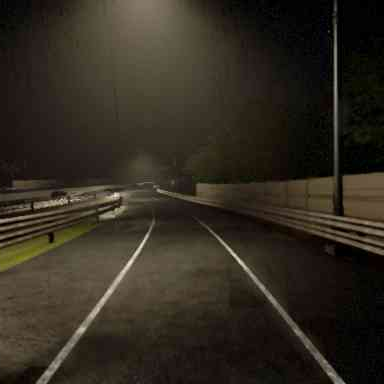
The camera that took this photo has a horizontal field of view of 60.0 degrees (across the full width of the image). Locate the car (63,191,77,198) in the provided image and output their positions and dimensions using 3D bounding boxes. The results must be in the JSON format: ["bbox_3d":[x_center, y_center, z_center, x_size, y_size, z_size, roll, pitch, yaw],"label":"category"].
[{"bbox_3d":[-26.713,0.597,75.732,1.895,1.301,4.718,0,3,8],"label":"car"}]

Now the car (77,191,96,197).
[{"bbox_3d":[-23.246,0.541,75.246,2.128,1.511,4.902,0,3,8],"label":"car"}]

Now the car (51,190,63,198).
[{"bbox_3d":[-30.189,0.348,76.132,2.097,1.767,4.553,0,3,8],"label":"car"}]

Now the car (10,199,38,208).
[{"bbox_3d":[-26.316,1.820,52.477,2.033,1.411,5.357,0,3,8],"label":"car"}]
